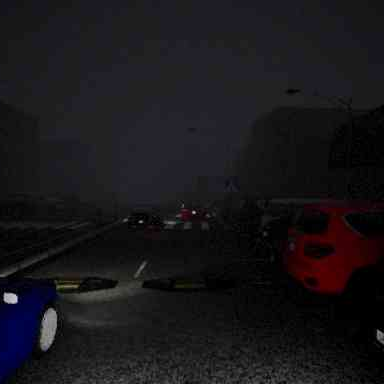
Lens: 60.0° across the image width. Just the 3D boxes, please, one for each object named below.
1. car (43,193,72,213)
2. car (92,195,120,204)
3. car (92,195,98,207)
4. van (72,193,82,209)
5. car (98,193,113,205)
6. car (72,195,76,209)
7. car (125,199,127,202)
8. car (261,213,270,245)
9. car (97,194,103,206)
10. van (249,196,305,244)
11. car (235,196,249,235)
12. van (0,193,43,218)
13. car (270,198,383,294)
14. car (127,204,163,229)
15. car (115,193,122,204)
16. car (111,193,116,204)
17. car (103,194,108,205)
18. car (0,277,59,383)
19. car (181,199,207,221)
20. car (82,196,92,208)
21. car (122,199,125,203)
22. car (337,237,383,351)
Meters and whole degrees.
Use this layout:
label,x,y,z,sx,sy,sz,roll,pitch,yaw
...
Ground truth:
label,x,y,z,sx,sy,sz,roll,pitch,yaw
car,-15.887,1.123,34.326,5.566,2.045,2.435,0,0,0
car,-15.970,1.353,61.890,4.553,1.767,2.185,0,-1,0
car,-15.920,1.402,45.353,4.792,1.488,2.163,0,0,0
van,-16.049,1.140,39.962,4.442,1.987,1.878,0,0,0
car,-15.971,1.409,53.621,5.008,1.535,2.097,0,0,0
car,-15.927,1.409,37.086,4.674,1.452,2.002,0,0,0
car,-15.833,1.540,67.402,5.366,1.575,1.946,0,-1,0
car,4.688,1.505,9.524,4.792,1.488,2.163,0,0,0
car,-15.965,1.382,48.109,4.892,1.521,2.231,0,0,0
van,4.603,1.243,12.430,4.442,1.987,1.878,0,0,0
car,4.754,1.209,15.207,5.566,2.045,2.435,0,0,0
van,-15.781,1.170,28.815,4.442,1.987,1.878,0,0,0
car,4.741,1.228,6.871,5.566,2.045,2.435,0,0,0
car,-2.876,1.482,21.036,1.812,1.442,4.674,0,0,0
car,-16.022,1.201,59.135,5.566,2.045,2.435,0,-1,0
car,-15.989,1.429,56.377,5.008,1.535,2.097,0,0,0
car,-15.973,1.394,50.865,4.892,1.521,2.231,0,0,0
car,-2.898,1.477,2.962,1.882,1.535,5.008,0,0,0
car,0.154,1.492,26.805,1.994,1.385,4.181,0,0,0
car,-15.947,1.367,42.597,5.008,1.535,2.097,0,0,0
car,-16.014,1.549,64.643,4.674,1.452,2.002,0,-1,0
car,4.703,1.482,3.970,4.892,1.521,2.231,0,0,0
